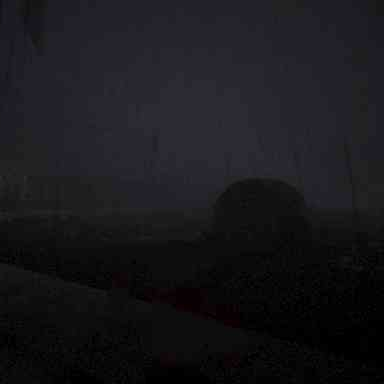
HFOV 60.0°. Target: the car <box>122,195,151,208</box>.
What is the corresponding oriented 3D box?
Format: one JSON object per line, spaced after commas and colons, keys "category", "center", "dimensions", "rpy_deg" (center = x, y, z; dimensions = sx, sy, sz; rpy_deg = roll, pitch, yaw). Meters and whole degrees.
{"category": "car", "center": [-7.073, 1.227, 43.840], "dimensions": [1.837, 1.490, 4.892], "rpy_deg": [1, 1, 33]}
